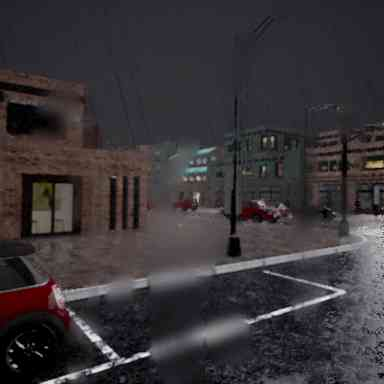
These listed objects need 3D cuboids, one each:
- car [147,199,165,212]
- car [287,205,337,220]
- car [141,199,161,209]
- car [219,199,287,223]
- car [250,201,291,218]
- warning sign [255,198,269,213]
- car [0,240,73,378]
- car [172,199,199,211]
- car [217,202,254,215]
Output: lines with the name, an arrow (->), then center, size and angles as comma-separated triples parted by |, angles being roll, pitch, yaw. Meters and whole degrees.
car -> -6.238, 1.954, 47.410 | 1.882, 1.535, 5.008 | 1, -1, -34
car -> 11.658, 1.938, 31.740 | 1.947, 1.339, 4.313 | 1, -1, -35
car -> -7.329, 2.131, 59.085 | 1.967, 1.590, 4.097 | 1, -1, -35
car -> 4.777, 1.517, 26.965 | 2.192, 1.841, 5.009 | 1, -1, -35
car -> 8.494, 1.865, 36.299 | 1.967, 1.590, 4.097 | 1, -1, -35
warning sign -> 8.524, 1.622, 40.456 | 1.300, 1.860, 1.060 | 2, -1, -35
car -> -3.695, 1.436, 3.907 | 4.097, 1.590, 1.967 | 0, 1, -35
car -> -0.999, 1.900, 49.972 | 2.192, 1.841, 5.009 | 1, -1, -35
car -> 5.232, 2.005, 40.995 | 1.752, 1.417, 4.829 | 1, -1, -35
